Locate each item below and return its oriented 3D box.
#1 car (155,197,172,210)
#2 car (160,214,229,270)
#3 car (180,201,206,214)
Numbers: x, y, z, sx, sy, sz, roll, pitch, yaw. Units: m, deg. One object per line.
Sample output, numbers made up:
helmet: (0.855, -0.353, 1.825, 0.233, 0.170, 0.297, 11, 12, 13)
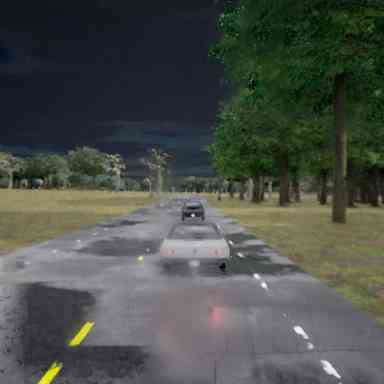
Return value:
car: (-3.595, 1.433, 42.440, 2.128, 1.511, 4.902, 0, 0, 0)
car: (0.081, 1.627, 11.123, 1.895, 1.301, 4.718, 0, 0, 0)
car: (0.081, 1.521, 27.783, 1.837, 1.490, 4.892, 0, 0, 0)
